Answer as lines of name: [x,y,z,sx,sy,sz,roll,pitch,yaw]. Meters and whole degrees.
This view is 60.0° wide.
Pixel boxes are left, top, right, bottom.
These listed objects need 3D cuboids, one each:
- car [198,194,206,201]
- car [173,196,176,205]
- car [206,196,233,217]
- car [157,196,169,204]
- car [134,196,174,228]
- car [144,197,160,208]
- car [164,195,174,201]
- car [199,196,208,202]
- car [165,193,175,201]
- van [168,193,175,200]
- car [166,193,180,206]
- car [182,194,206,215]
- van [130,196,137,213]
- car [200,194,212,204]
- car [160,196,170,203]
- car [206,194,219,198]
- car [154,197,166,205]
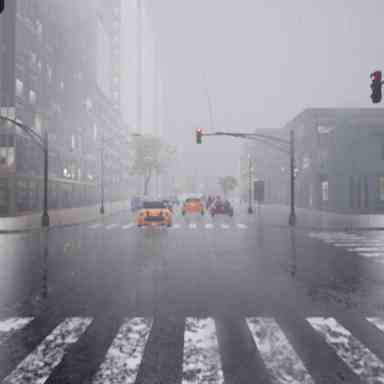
car: [2.671,1.397,87.883,1.967,1.590,4.097,1,0,0]
car: [-3.112,1.490,36.522,1.837,1.490,4.892,0,0,0]
car: [2.693,1.427,31.143,1.967,1.590,4.097,1,0,0]
car: [-5.702,1.535,65.146,1.947,1.339,4.313,1,0,0]
car: [-2.543,1.342,22.199,2.097,1.767,4.553,0,0,-7]
car: [-5.694,1.503,47.953,1.752,1.417,4.829,1,0,0]
car: [-5.708,1.510,82.167,2.008,1.369,4.403,1,0,0]
car: [2.674,1.528,76.536,1.947,1.339,4.313,1,0,0]
car: [-5.706,1.271,87.841,2.192,1.841,5.009,1,0,0]
van: [-5.708,1.294,93.515,1.690,1.788,3.998,1,0,0]
car: [-3.096,1.326,54.351,2.097,1.767,4.553,0,0,0]
car: [0.088,1.337,34.417,2.097,1.767,4.553,0,0,0]
van: [-5.687,1.325,36.775,1.690,1.788,3.998,1,0,0]
car: [2.683,1.284,65.188,2.192,1.841,5.009,1,0,0]
car: [-5.704,1.532,70.819,1.947,1.339,4.313,1,0,0]
car: [2.692,1.296,42.491,2.192,1.841,5.009,1,0,0]
car: [-5.700,1.554,59.471,1.802,1.307,4.206,1,0,0]
